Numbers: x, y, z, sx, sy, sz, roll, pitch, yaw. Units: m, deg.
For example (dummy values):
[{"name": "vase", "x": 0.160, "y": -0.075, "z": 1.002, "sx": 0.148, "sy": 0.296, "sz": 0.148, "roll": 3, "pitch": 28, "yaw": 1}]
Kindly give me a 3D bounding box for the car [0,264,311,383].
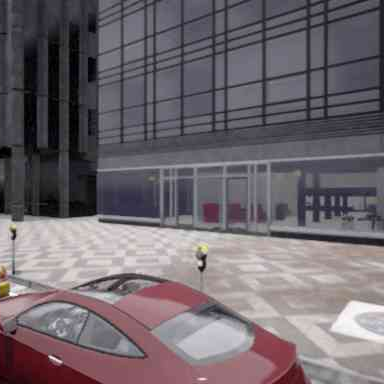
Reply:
[{"name": "car", "x": -0.911, "y": 1.580, "z": 3.612, "sx": 4.206, "sy": 1.307, "sz": 1.802, "roll": 0, "pitch": 0, "yaw": 36}]
